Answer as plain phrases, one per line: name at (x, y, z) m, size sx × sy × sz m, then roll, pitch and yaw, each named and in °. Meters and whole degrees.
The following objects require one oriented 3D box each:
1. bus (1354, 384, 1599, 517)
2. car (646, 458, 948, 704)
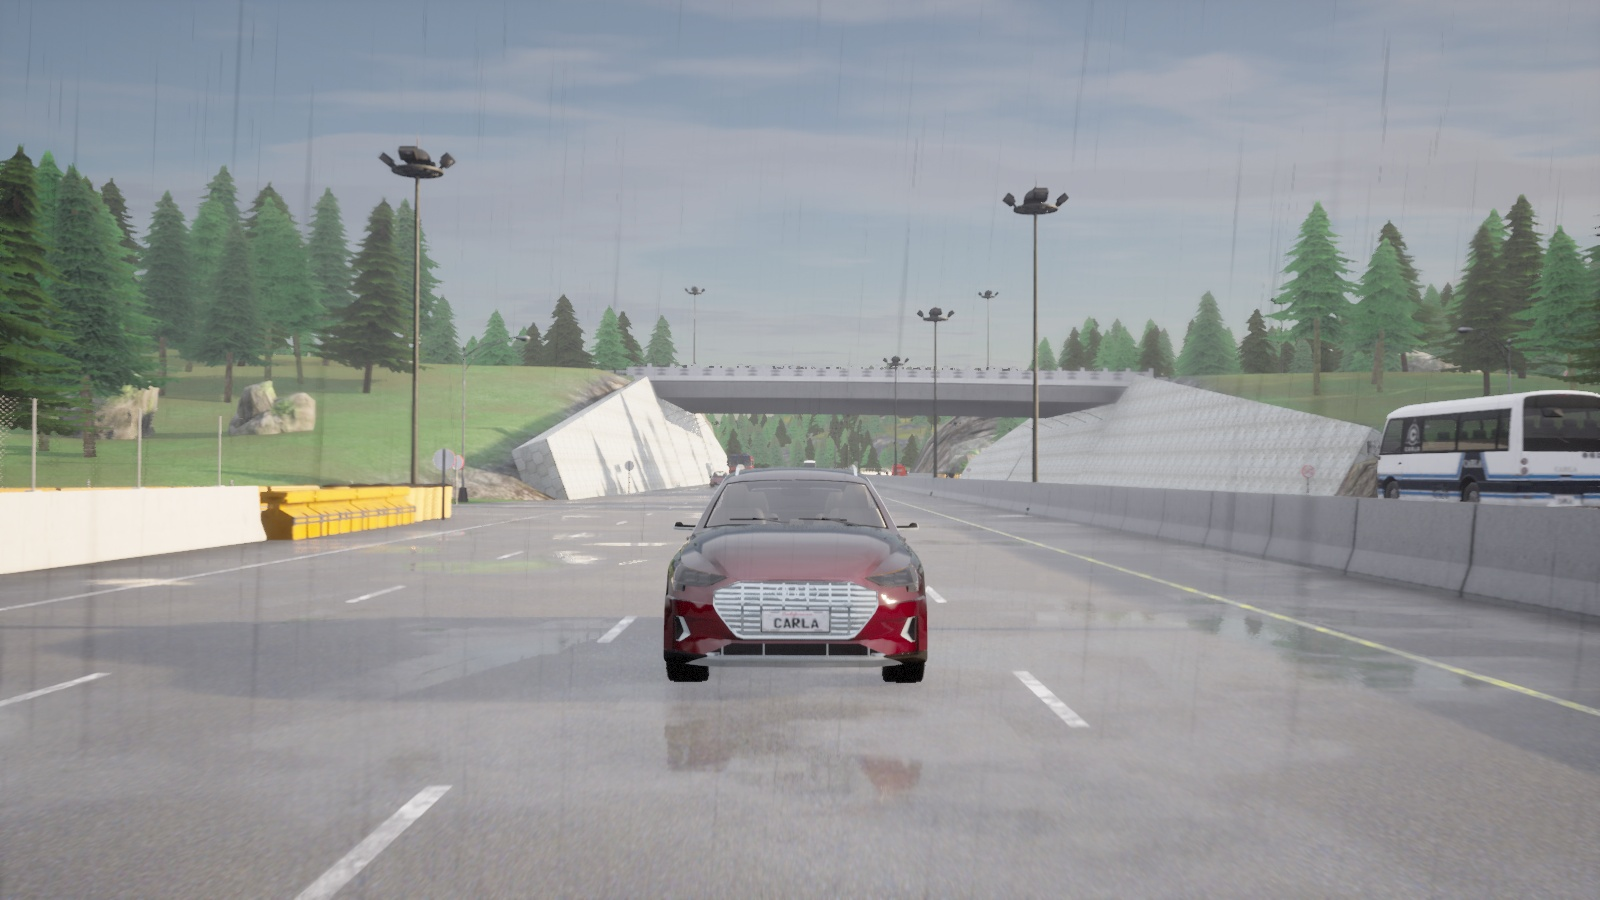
bus at (24.384, 0.103, 45.570) m, size 3.944 × 4.253 × 10.273 m, roll 0°, pitch -1°, yaw 0°
car at (-0.027, 0.928, 10.891) m, size 2.033 × 1.649 × 4.856 m, roll 0°, pitch -1°, yaw 0°
